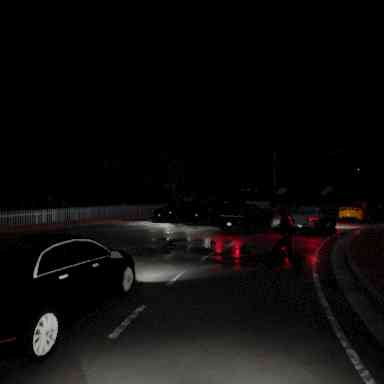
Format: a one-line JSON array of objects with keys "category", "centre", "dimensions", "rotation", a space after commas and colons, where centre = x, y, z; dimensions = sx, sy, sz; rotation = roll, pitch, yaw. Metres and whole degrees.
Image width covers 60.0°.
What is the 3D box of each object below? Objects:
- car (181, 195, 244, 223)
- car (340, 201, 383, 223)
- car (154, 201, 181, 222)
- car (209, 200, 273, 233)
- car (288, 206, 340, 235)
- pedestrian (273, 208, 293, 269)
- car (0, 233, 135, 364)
[{"category": "car", "centre": [2.021, 1.221, 24.572], "dimensions": [2.150, 2.045, 5.566], "rotation": [0, 0, 39]}, {"category": "car", "centre": [13.242, 1.476, 25.692], "dimensions": [5.008, 1.535, 1.882], "rotation": [0, 0, -40]}, {"category": "car", "centre": [-0.925, 1.505, 26.382], "dimensions": [1.837, 1.490, 4.892], "rotation": [0, -1, 38]}, {"category": "car", "centre": [3.302, 1.491, 19.897], "dimensions": [2.128, 1.511, 4.902], "rotation": [0, 0, 33]}, {"category": "car", "centre": [6.848, 1.524, 18.976], "dimensions": [1.812, 1.442, 4.674], "rotation": [0, 0, 34]}, {"category": "pedestrian", "centre": [2.557, 1.293, 9.319], "dimensions": [0.375, 1.860, 0.375], "rotation": [0, 0, 18]}, {"category": "car", "centre": [-2.557, 1.499, 5.947], "dimensions": [1.837, 1.490, 4.892], "rotation": [0, -2, 11]}]
